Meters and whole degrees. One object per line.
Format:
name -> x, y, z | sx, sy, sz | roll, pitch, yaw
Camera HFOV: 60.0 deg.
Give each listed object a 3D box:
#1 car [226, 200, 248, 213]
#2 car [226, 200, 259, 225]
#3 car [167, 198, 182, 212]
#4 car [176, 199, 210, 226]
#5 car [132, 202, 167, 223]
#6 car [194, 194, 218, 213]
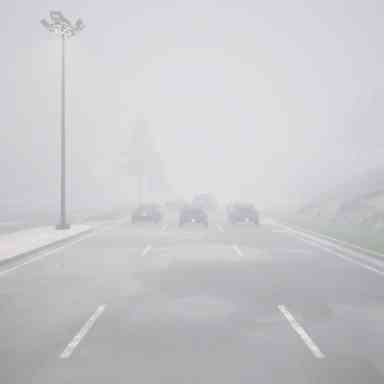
car -> 5.191, 1.601, 37.875 | 1.895, 1.301, 4.718 | 0, 0, 14
car -> 3.627, 1.506, 24.088 | 1.837, 1.490, 4.892 | 0, 0, 1
car -> -1.650, 1.478, 39.149 | 1.882, 1.535, 5.008 | 0, 0, 14
car -> 0.114, 1.506, 23.346 | 1.837, 1.490, 4.892 | 0, 0, 1
car -> -3.326, 1.564, 25.573 | 1.994, 1.385, 4.181 | 0, 0, 2
car -> 1.587, 1.221, 37.939 | 2.150, 2.045, 5.566 | 0, 0, 14
